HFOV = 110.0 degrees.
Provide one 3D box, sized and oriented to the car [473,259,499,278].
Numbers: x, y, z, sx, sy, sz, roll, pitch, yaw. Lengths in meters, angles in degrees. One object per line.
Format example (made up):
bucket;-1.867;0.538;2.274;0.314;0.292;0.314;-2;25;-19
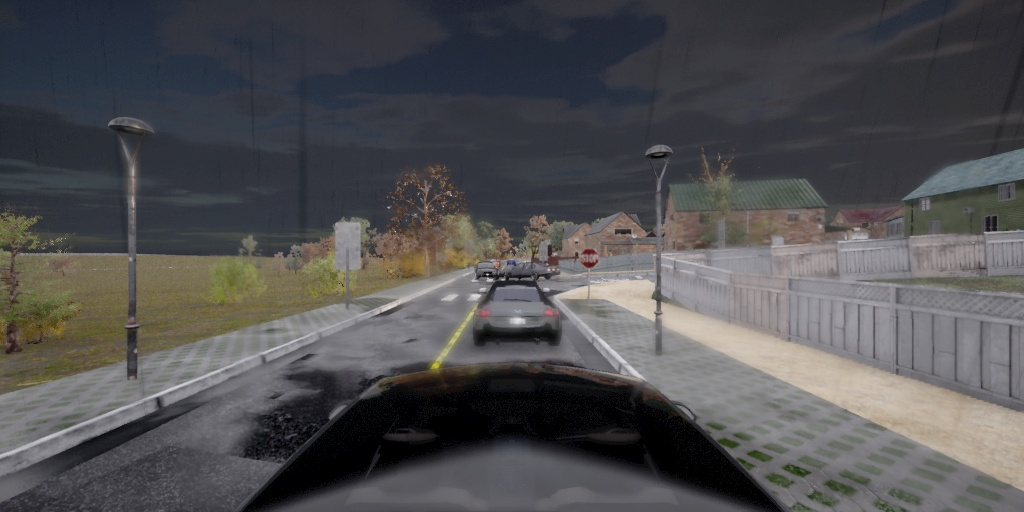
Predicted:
car;-2.302;1.257;31.314;1.837;1.490;4.892;0;0;-8

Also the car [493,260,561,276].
car;1.290;1.197;28.409;5.357;1.411;2.033;-4;-3;43

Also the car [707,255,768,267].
car;14.351;0.413;22.809;4.181;1.385;1.994;-3;0;16

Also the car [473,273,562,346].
car;0.089;1.313;9.392;1.994;1.385;4.181;0;0;-1

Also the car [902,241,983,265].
car;23.855;-0.208;20.403;4.902;1.511;2.128;-3;0;14
